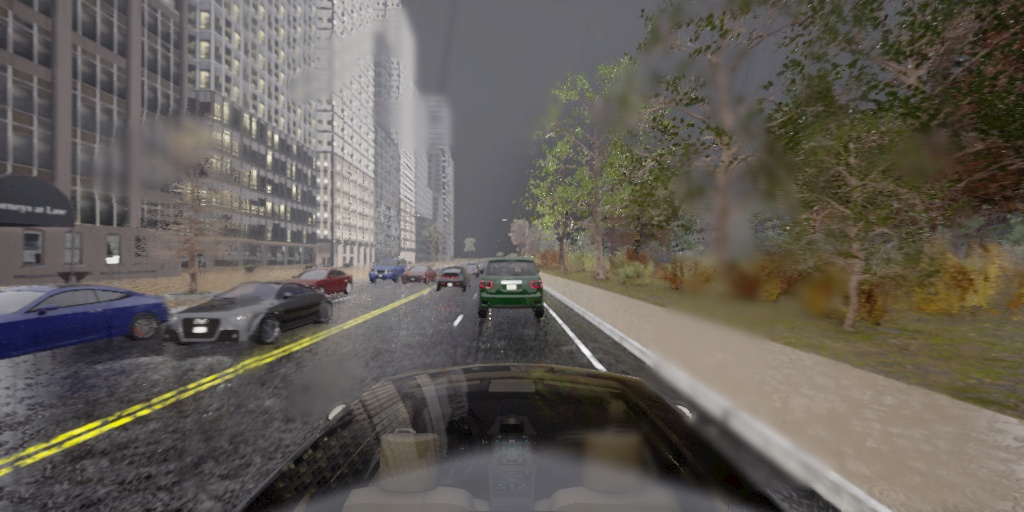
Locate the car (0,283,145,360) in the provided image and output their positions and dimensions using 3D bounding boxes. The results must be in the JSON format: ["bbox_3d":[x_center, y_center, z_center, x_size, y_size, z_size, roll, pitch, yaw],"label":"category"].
[{"bbox_3d":[-9.807,1.332,7.442,1.812,1.442,4.674,0,-1,0],"label":"car"}]

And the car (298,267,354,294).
[{"bbox_3d":[-10.067,1.375,18.753,1.882,1.535,5.008,0,0,-2],"label":"car"}]

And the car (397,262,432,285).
[{"bbox_3d":[-7.325,1.449,28.600,1.882,1.535,5.008,0,-1,-2],"label":"car"}]

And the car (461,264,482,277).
[{"bbox_3d":[-4.586,1.615,41.255,2.033,1.411,5.357,0,0,-3],"label":"car"}]

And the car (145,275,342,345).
[{"bbox_3d":[-6.587,1.384,9.554,1.994,1.385,4.181,0,0,-1],"label":"car"}]

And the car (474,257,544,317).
[{"bbox_3d":[-0.079,1.068,13.749,2.150,2.045,5.566,0,0,-1],"label":"car"}]

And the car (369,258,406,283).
[{"bbox_3d":[-10.706,1.215,31.607,2.150,2.045,5.566,0,0,-3],"label":"car"}]

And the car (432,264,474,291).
[{"bbox_3d":[-3.735,1.434,23.532,1.837,1.490,4.892,0,0,-2],"label":"car"}]
